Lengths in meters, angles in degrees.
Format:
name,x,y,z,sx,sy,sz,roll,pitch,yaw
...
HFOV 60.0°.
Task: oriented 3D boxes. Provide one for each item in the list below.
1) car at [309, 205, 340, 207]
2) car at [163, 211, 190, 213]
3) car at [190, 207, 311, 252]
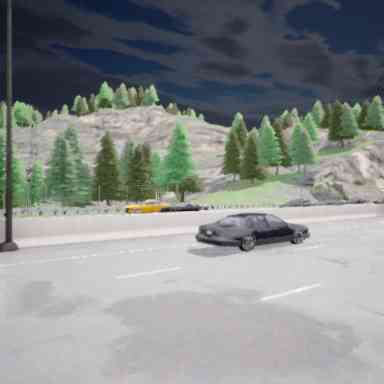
name,x,y,z,sx,sy,sz,roll,pitch,yaw
car,14.208,1.551,35.175,5.008,1.535,1.882,0,0,-34
car,-0.685,1.705,33.339,4.718,1.301,1.895,0,0,-35
car,2.689,1.585,14.042,5.357,1.411,2.033,0,0,-36
